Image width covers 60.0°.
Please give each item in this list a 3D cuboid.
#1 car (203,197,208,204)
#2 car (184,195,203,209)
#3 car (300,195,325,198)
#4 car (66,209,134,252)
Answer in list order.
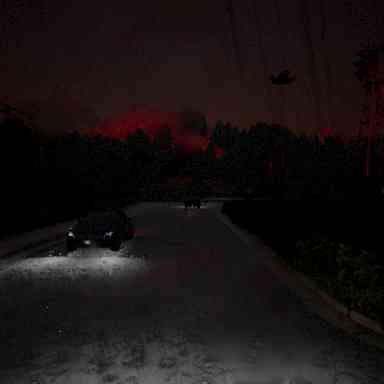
[{"bbox_3d":[0.943,1.271,54.864,1.812,1.442,4.674,0,1,28],"label":"car"},{"bbox_3d":[0.068,1.315,40.885,1.837,1.490,4.892,0,0,0],"label":"car"},{"bbox_3d":[21.858,1.071,59.991,4.553,1.767,2.097,0,0,1],"label":"car"},{"bbox_3d":[-3.599,1.462,13.783,1.812,1.442,4.674,0,0,0],"label":"car"}]
